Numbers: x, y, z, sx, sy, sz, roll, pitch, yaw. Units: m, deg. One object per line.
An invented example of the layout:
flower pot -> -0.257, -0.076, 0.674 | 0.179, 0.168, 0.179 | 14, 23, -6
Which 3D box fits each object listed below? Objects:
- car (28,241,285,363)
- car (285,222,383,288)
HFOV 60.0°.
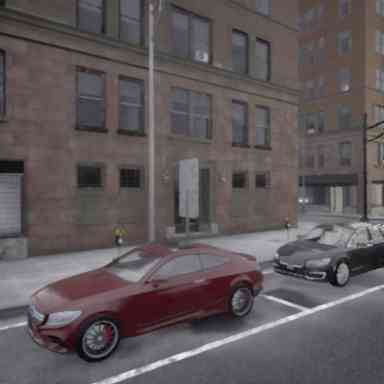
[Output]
car -> -0.527, 1.573, 5.811 | 4.206, 1.307, 1.802 | 0, 0, -36
car -> 4.097, 1.525, 9.111 | 4.403, 1.369, 2.008 | 0, 0, -36
